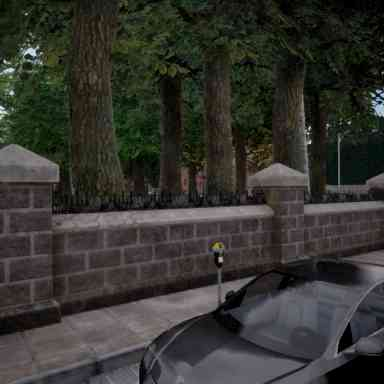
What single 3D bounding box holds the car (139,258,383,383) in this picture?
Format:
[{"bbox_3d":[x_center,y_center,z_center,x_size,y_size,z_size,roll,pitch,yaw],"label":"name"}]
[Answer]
[{"bbox_3d":[1.505,1.565,3.894,4.313,1.339,1.947,0,-1,-36],"label":"car"}]
